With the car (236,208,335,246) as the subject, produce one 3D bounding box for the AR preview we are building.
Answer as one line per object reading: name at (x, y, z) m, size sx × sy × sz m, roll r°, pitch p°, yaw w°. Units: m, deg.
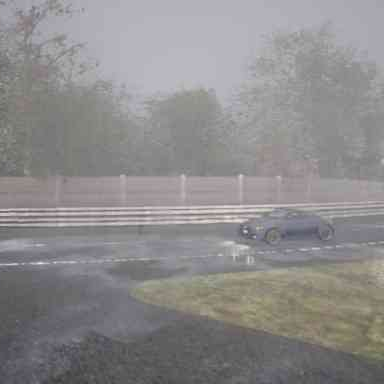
car at (4.050, 1.426, 14.474) m, size 4.181 × 1.385 × 1.994 m, roll -1°, pitch 1°, yaw -20°
